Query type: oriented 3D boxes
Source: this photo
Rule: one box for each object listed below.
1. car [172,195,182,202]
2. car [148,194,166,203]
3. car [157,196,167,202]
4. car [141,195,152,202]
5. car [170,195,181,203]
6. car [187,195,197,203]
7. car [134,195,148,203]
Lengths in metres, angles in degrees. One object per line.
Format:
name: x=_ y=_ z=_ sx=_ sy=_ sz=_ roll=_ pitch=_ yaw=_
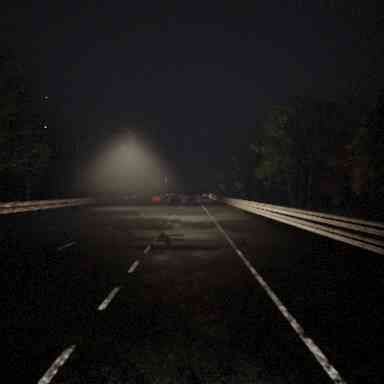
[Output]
car: x=-3.506 y=1.471 z=77.546 sx=2.128 sy=1.511 sz=4.902 roll=0 pitch=0 yaw=0
car: x=-7.006 y=1.216 z=67.505 sx=2.097 sy=1.767 sz=4.553 roll=0 pitch=0 yaw=0
car: x=-7.006 y=1.541 z=77.576 sx=1.895 sy=1.301 sz=4.718 roll=0 pitch=0 yaw=0
car: x=-10.506 y=1.424 z=77.546 sx=1.882 sy=1.535 sz=5.008 roll=0 pitch=0 yaw=0
car: x=-3.505 y=1.440 z=67.117 sx=2.033 sy=1.411 sz=5.357 roll=0 pitch=0 yaw=0
car: x=-0.006 y=1.400 z=67.118 sx=1.837 sy=1.490 sz=4.892 roll=0 pitch=0 yaw=0
car: x=-10.506 y=1.385 z=67.534 sx=1.812 sy=1.442 sz=4.674 roll=0 pitch=0 yaw=0
